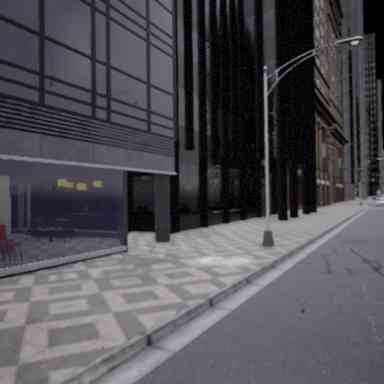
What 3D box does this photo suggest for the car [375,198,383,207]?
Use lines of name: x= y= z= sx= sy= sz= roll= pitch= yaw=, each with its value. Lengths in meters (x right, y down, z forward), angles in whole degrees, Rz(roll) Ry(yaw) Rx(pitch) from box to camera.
car: x=30.111 y=1.642 z=52.579 sx=1.812 sy=1.442 sz=4.674 roll=-1 pitch=-1 yaw=31
